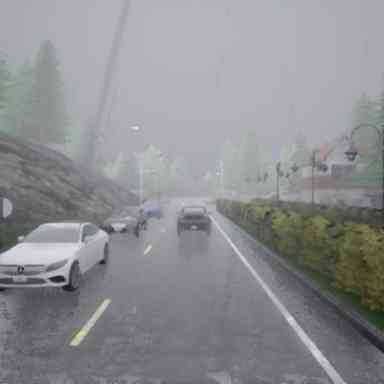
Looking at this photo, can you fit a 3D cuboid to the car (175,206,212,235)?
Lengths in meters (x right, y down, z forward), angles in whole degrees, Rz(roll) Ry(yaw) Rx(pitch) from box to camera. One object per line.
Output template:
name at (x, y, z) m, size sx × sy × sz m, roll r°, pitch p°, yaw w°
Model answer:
car at (0.103, 1.565, 19.323) m, size 1.837 × 1.490 × 4.892 m, roll 0°, pitch 0°, yaw 0°

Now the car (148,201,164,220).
car at (-3.557, 1.569, 29.658) m, size 1.882 × 1.535 × 5.008 m, roll 0°, pitch 0°, yaw 1°

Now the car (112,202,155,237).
car at (-3.570, 1.548, 18.625) m, size 2.128 × 1.511 × 4.902 m, roll 0°, pitch 0°, yaw 0°

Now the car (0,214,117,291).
car at (-3.588, 1.555, 9.256) m, size 1.812 × 1.442 × 4.674 m, roll 0°, pitch 0°, yaw 0°
